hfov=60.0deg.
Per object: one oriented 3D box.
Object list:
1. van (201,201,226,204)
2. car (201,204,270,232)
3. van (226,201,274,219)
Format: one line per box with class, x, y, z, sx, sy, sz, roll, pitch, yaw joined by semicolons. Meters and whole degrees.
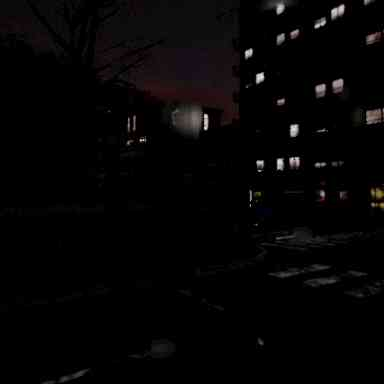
van;1.892;1.781;33.258;1.690;1.788;3.998;-1;0;-36
car;2.596;1.802;22.497;1.837;1.490;4.892;0;-1;-35
van;5.151;1.691;28.780;1.690;1.788;3.998;-1;0;-36
